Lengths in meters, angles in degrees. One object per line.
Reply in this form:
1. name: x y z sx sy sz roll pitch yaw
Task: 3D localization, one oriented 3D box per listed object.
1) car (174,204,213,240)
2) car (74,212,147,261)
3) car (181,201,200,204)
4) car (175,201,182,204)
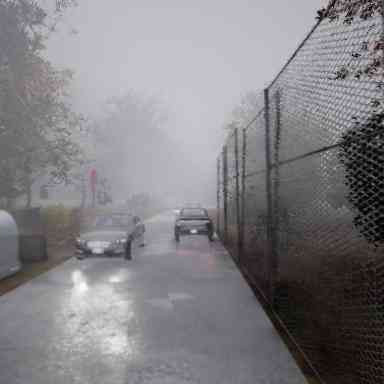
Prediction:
1. car: 0.079 1.571 17.373 2.128 1.511 4.902 0 0 0
2. car: -2.858 1.535 12.553 2.128 1.511 4.902 0 0 0
3. car: 0.251 1.889 36.780 2.033 1.411 5.357 0 -1 2
4. car: -1.605 2.176 54.269 2.128 1.511 4.902 0 -1 6
